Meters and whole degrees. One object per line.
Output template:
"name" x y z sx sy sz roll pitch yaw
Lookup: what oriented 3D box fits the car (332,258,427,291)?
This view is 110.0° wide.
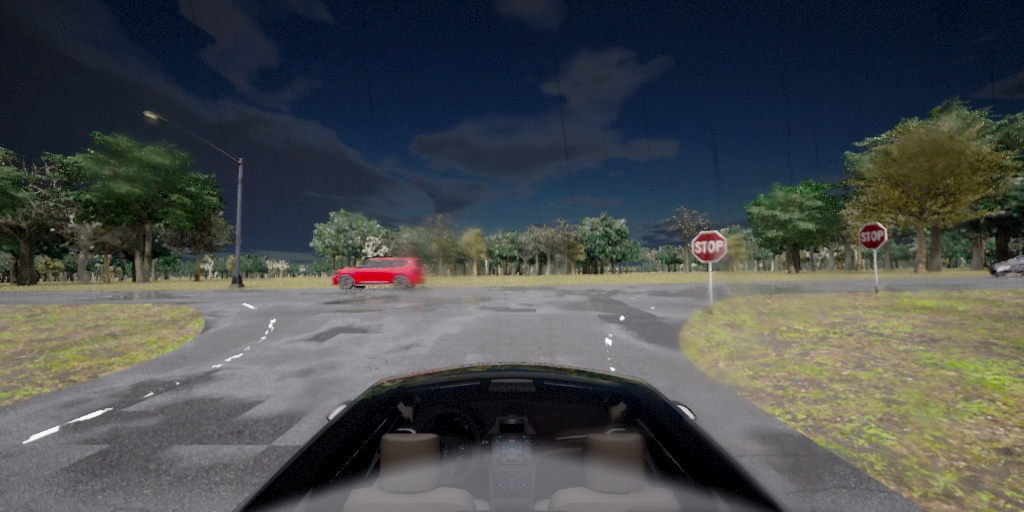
"car" -8.194 1.144 22.535 5.566 2.045 2.150 0 -3 0

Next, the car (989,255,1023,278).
"car" 34.017 0.633 23.190 4.902 1.511 2.128 -1 -3 -1
